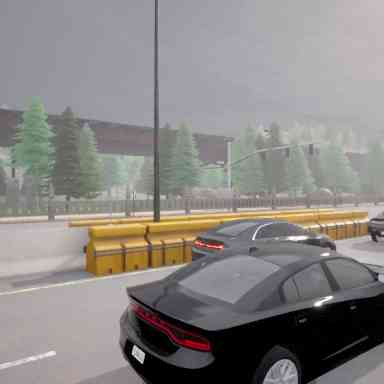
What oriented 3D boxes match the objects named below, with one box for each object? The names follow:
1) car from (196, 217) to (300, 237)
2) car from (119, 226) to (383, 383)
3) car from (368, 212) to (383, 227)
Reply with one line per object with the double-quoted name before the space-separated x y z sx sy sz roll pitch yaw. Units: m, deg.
"car" 2.242 1.505 9.650 4.892 1.490 1.837 0 0 -35
"car" 1.474 1.478 4.798 5.008 1.535 1.882 0 0 -36
"car" 9.909 1.491 15.124 4.902 1.511 2.128 0 0 -36
